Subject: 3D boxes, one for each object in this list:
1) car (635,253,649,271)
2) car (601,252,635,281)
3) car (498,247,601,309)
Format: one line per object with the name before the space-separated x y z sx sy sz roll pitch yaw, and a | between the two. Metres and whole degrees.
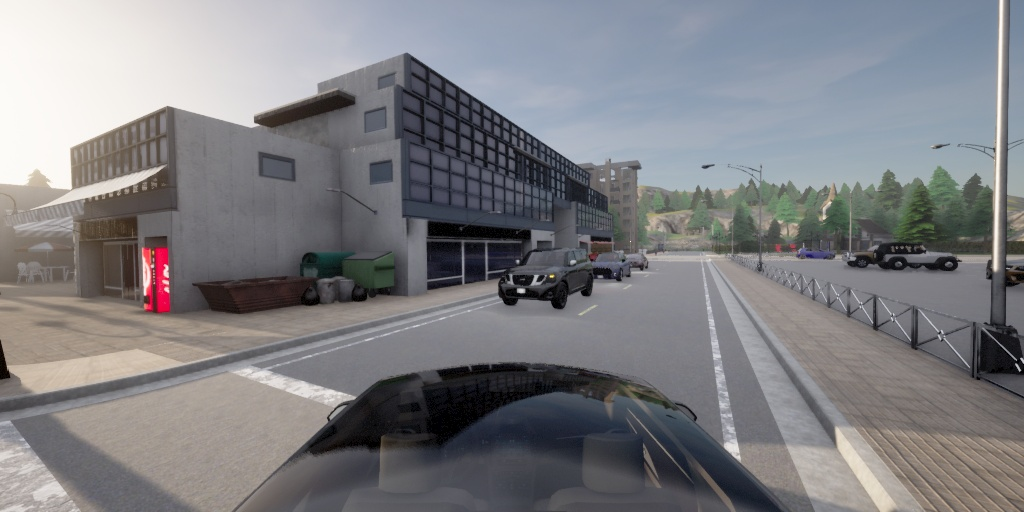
car | 10.876 0.462 31.714 1.812 1.442 4.674 0 2 28
car | 6.128 0.561 22.650 2.097 1.767 4.553 0 2 28
car | 1.569 0.693 13.935 2.150 2.045 5.566 0 1 28
